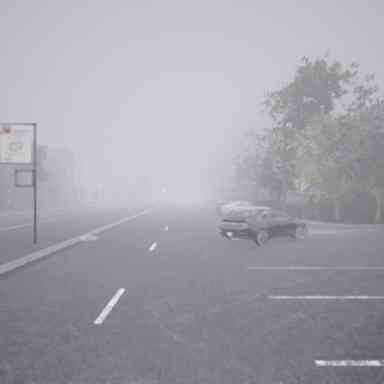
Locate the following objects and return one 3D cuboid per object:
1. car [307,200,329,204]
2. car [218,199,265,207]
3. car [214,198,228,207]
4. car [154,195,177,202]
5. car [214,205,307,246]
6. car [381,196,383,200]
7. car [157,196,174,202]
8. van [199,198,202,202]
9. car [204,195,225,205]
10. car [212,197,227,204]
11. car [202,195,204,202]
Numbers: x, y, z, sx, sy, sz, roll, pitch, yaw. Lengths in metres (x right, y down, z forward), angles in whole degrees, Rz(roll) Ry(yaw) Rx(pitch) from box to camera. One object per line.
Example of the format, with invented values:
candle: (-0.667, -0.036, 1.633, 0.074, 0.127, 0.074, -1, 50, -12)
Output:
car: (20.867, 1.474, 53.975, 4.181, 1.385, 1.994, -1, -3, 0)
car: (5.087, 1.650, 31.548, 4.674, 1.452, 2.002, 0, 0, 0)
car: (5.095, 1.624, 34.696, 5.008, 1.535, 2.097, 0, 0, 0)
car: (-7.556, 2.028, 90.084, 5.366, 1.575, 1.946, 0, -1, 0)
car: (3.454, 1.545, 15.519, 4.902, 1.511, 2.128, 0, -1, -40)
car: (31.045, 1.273, 54.092, 4.902, 1.511, 2.128, -1, -3, 0)
car: (-7.365, 1.969, 93.006, 4.553, 1.767, 2.185, 0, -1, -1)
van: (4.785, 1.797, 89.548, 4.442, 1.987, 1.878, 0, -1, 0)
car: (5.124, 1.641, 65.582, 4.553, 1.767, 2.185, 0, 0, 0)
car: (5.084, 1.640, 37.970, 4.892, 1.521, 2.231, 0, 0, 0)
car: (5.051, 1.823, 68.751, 4.674, 1.452, 2.002, 0, 0, 0)
